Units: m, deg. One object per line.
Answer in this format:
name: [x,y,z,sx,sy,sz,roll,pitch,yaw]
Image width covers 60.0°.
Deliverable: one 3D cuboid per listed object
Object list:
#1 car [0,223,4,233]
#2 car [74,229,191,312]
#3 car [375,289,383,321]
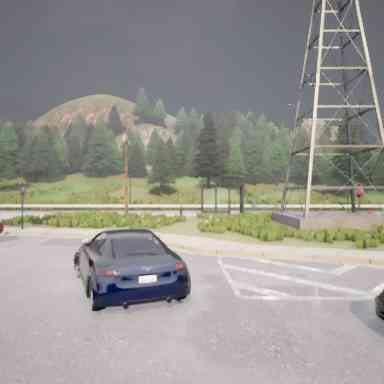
car: [-10.951,1.600,14.561,4.718,1.301,1.895,0,0,10]
car: [-1.596,1.563,7.935,1.994,1.385,4.181,0,0,-23]
car: [4.894,1.520,4.747,3.905,1.438,1.784,0,0,0]
